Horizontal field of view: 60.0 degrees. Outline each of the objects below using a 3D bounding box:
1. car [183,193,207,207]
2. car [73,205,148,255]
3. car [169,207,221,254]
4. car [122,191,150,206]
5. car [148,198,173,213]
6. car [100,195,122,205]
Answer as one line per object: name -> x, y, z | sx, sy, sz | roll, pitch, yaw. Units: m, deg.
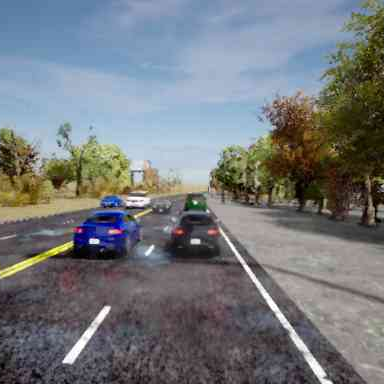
car -> 0.323, 1.137, 33.159 | 2.150, 2.045, 5.566 | 1, -1, 0
car -> -3.079, 1.422, 12.834 | 1.812, 1.442, 4.674 | 2, -1, 0
car -> 0.169, 1.501, 13.327 | 1.812, 1.442, 4.674 | 0, -1, 1
car -> -6.301, 0.936, 39.300 | 2.150, 2.045, 5.566 | 2, 0, 1
car -> -2.923, 1.440, 33.895 | 1.895, 1.301, 4.718 | 2, 0, 0
car -> -9.548, 1.091, 39.831 | 1.882, 1.535, 5.008 | 2, 0, 1
